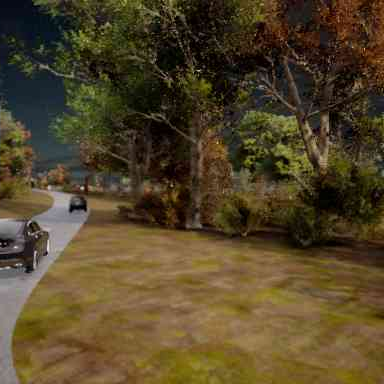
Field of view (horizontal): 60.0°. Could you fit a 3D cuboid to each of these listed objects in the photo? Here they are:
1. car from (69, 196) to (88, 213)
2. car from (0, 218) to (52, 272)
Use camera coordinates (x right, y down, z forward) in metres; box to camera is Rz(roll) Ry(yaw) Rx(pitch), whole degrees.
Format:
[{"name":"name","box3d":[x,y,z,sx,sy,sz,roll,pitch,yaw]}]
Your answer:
[{"name":"car","box3d":[-15.118,1.572,44.170,2.150,2.045,5.566,-1,1,-17]},{"name":"car","box3d":[-5.897,1.628,10.923,1.837,1.490,4.892,0,-1,-16]}]
